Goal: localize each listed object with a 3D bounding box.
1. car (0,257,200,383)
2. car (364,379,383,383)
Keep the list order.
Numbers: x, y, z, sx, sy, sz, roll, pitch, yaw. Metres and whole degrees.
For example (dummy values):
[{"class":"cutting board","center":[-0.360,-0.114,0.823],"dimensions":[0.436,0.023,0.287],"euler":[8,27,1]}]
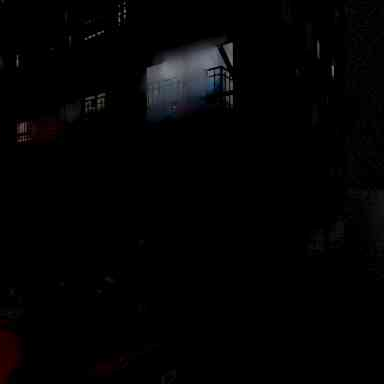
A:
[{"class":"car","center":[-2.023,1.545,4.316],"dimensions":[4.507,1.381,1.887],"euler":[0,0,35]},{"class":"car","center":[2.569,1.566,1.047],"dimensions":[4.313,1.339,1.947],"euler":[0,0,35]}]
